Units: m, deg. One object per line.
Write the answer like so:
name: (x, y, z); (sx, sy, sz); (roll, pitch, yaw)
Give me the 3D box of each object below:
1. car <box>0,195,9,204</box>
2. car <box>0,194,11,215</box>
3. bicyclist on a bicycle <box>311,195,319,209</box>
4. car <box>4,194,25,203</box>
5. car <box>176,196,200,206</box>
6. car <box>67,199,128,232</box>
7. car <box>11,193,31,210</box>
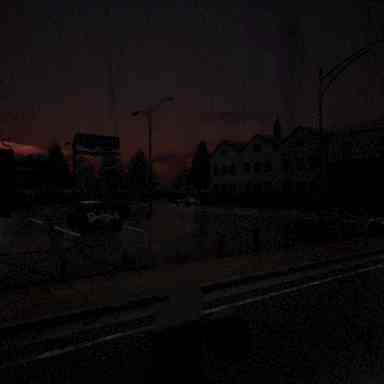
car: (-39.204, 1.495, 66.106); (4.611, 1.667, 2.242); (0, 0, -36)
car: (-17.911, 1.113, 29.853); (1.932, 1.855, 4.605); (0, 0, -36)
bicyclist on a bicycle: (13.668, 1.124, 36.853); (1.656, 1.620, 0.582); (0, 0, -36)
car: (-38.980, 1.328, 73.235); (3.866, 1.878, 1.905); (0, 0, -36)
car: (-0.643, 1.349, 50.228); (1.812, 1.442, 4.674); (0, 0, -36)
car: (-5.302, 1.248, 17.903); (1.970, 1.475, 3.806); (0, 0, -36)
car: (-19.827, 1.092, 38.162); (1.905, 1.878, 3.866); (0, 0, -36)
